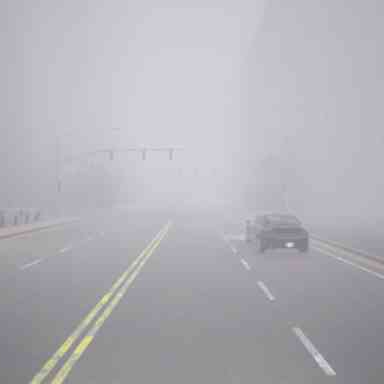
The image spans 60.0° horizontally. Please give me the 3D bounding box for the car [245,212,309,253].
[{"bbox_3d":[3.497,1.642,14.302,1.837,1.490,4.892,0,0,0],"label":"car"}]

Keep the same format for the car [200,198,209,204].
[{"bbox_3d":[3.452,2.284,87.425,2.128,1.511,4.902,0,-1,0],"label":"car"}]

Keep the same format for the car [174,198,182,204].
[{"bbox_3d":[-3.547,2.284,86.306,1.882,1.535,5.008,0,-1,0],"label":"car"}]

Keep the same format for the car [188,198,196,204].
[{"bbox_3d":[-0.048,2.284,87.424,2.128,1.511,4.902,0,-1,0],"label":"car"}]

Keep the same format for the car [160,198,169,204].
[{"bbox_3d":[-7.047,2.359,86.303,1.994,1.385,4.181,0,-1,0],"label":"car"}]
